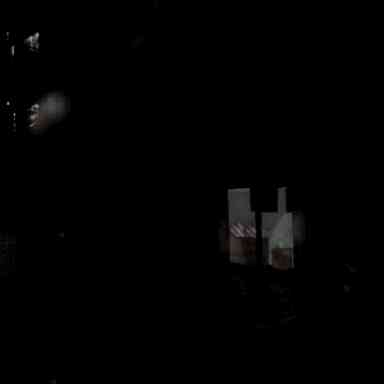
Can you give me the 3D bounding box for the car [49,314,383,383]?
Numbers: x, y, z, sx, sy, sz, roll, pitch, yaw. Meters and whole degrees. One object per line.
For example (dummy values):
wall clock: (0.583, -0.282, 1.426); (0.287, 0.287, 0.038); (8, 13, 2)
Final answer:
car: (0.687, 1.584, 2.255); (4.206, 1.307, 1.802); (0, -2, 36)
